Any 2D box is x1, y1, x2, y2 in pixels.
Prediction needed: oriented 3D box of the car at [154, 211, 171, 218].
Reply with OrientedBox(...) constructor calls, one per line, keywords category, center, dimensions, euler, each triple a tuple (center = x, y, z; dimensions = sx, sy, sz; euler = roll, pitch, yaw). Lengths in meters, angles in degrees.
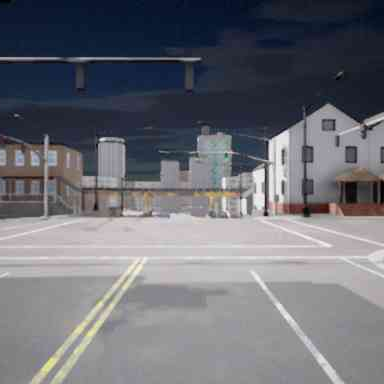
OrientedBox(category="car", center=(-3.567, 3.083, 40.747), dimensions=(1.812, 1.442, 4.674), euler=(0, -9, 0))
